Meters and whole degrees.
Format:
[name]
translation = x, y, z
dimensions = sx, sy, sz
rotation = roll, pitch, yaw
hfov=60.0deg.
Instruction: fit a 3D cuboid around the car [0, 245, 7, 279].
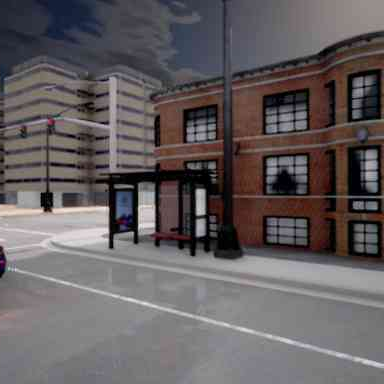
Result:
[car]
translation = -6.613, 1.559, 8.698
dimensions = 4.674, 1.442, 1.812
rotation = 0, 0, 36
